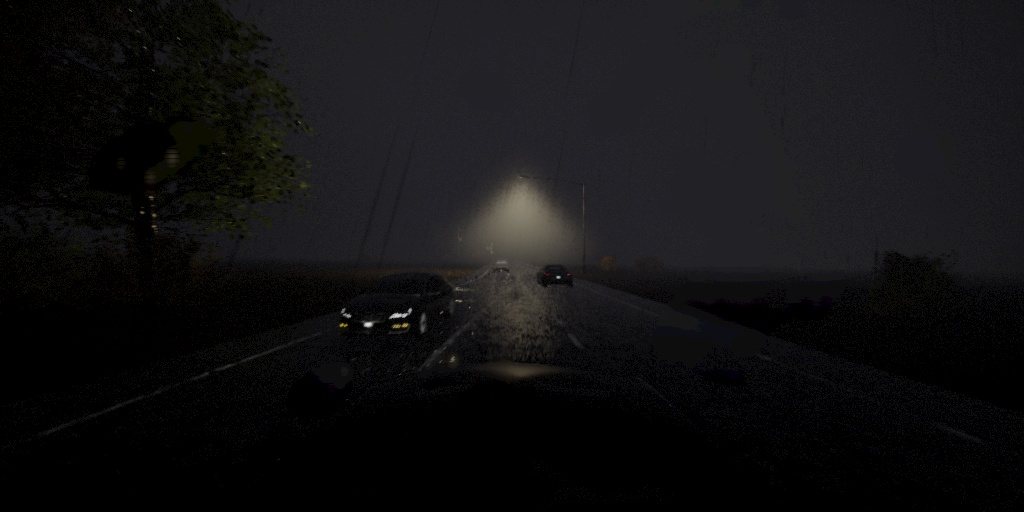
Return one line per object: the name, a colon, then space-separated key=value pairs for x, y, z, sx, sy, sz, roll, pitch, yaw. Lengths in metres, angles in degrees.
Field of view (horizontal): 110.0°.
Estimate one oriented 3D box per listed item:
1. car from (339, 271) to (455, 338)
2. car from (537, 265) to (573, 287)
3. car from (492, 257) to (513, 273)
car: x=-2.915 y=1.218 z=10.130 sx=1.837 sy=1.490 sz=4.892 roll=0 pitch=0 yaw=4
car: x=2.798 y=1.269 z=24.024 sx=1.994 sy=1.385 sz=4.181 roll=0 pitch=0 yaw=-2
car: x=-1.184 y=1.180 z=40.648 sx=2.033 sy=1.411 sz=5.357 roll=0 pitch=0 yaw=-1
